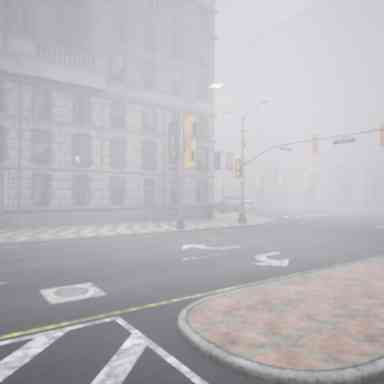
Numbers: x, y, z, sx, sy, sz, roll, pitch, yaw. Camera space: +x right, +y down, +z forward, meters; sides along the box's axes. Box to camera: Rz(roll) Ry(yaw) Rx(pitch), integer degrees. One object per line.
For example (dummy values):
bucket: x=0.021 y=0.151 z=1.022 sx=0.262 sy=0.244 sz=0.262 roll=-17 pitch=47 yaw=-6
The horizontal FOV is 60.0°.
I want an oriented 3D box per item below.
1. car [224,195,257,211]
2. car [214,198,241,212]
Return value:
car: x=6.334 y=1.476 z=45.977 sx=2.150 sy=2.045 sz=5.566 roll=1 pitch=0 yaw=-37
car: x=4.159 y=1.790 z=43.011 sx=1.994 sy=1.385 sz=4.181 roll=1 pitch=0 yaw=-36
